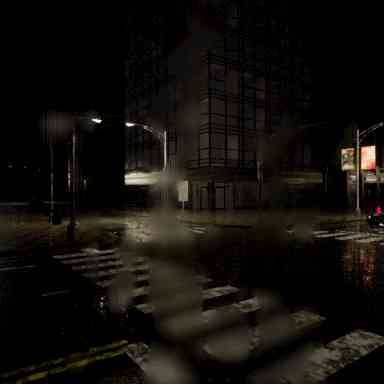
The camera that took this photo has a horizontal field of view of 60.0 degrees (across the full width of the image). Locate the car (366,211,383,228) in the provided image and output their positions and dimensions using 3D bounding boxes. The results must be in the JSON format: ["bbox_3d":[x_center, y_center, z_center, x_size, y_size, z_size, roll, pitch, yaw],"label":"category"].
[{"bbox_3d":[12.949,1.606,20.809,4.718,1.301,1.895,0,0,-35],"label":"car"}]

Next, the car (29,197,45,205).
[{"bbox_3d":[-28.678,1.690,61.458,2.033,1.411,5.357,0,0,-36],"label":"car"}]
